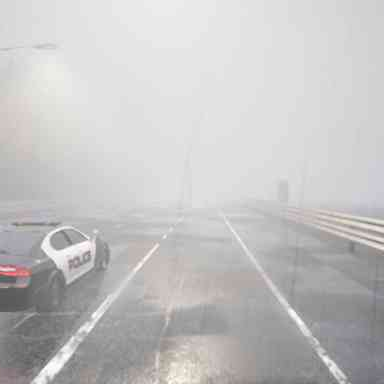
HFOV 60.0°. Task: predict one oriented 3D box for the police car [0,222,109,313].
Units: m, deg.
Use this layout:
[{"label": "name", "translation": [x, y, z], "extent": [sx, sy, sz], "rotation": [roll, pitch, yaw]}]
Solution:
[{"label": "police car", "translation": [-3.407, 1.454, 7.715], "extent": [2.038, 1.542, 4.974], "rotation": [0, 0, 2]}]
